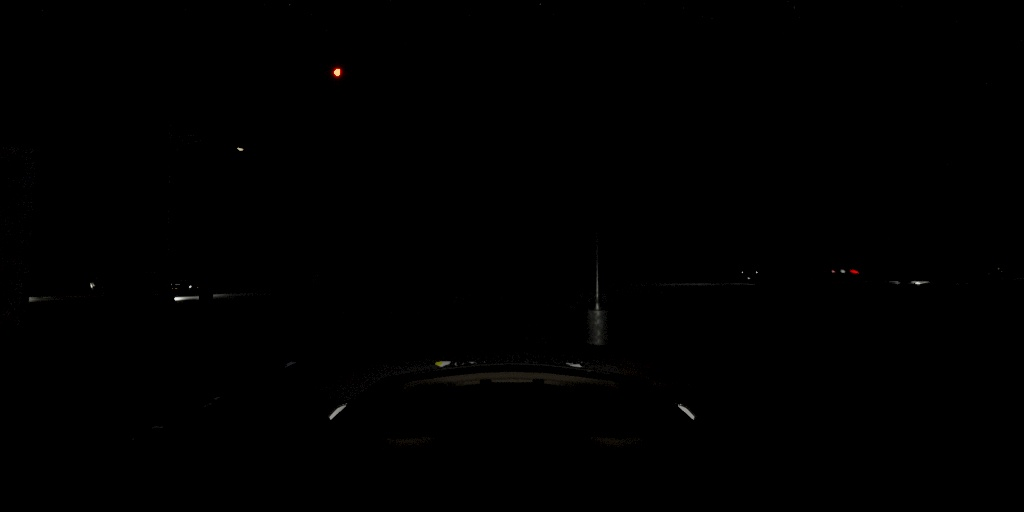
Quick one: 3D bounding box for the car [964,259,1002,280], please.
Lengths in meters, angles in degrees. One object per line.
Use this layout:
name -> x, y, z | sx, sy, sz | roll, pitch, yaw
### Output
car -> 28.329, 0.879, 23.401 | 5.357, 1.411, 2.033 | -1, -2, 0

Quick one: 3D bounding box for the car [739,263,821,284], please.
car -> 17.658, 1.101, 23.427 | 4.718, 1.301, 1.895 | -1, -2, 0

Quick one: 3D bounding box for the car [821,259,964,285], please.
car -> 20.782, 0.863, 19.777 | 5.357, 1.411, 2.033 | -1, -2, 1

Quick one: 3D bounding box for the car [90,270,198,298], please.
car -> -20.220, 1.494, 19.832 | 4.892, 1.490, 1.837 | -1, -2, 0

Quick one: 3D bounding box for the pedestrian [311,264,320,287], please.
pedestrian -> -15.054, 1.466, 27.422 | 0.375, 1.860, 0.375 | 0, -1, 0
